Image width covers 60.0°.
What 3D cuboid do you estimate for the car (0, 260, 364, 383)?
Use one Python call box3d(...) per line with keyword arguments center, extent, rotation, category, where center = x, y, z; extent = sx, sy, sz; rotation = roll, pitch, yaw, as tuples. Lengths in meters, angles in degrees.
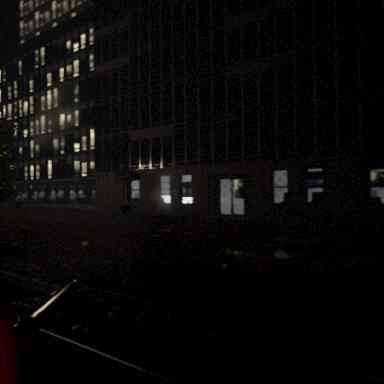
box3d(center=(-0.589, 1.433, 3.308), extent=(4.097, 1.590, 1.967), rotation=(0, -1, 35), category="car")
